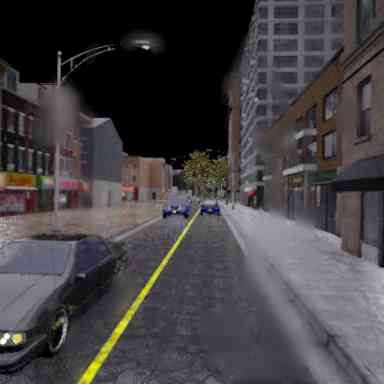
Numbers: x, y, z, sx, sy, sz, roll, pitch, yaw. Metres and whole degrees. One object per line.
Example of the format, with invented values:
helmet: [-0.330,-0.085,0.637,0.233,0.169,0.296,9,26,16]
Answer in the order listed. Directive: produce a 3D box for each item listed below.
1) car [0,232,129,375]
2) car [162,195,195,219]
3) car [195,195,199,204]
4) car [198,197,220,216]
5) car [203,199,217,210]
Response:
car: [-2.601,1.518,6.239,2.033,1.411,5.357,1,0,3]
car: [-1.251,1.259,29.668,2.150,2.045,5.566,1,0,4]
car: [0.399,1.300,57.947,2.097,1.767,4.553,1,0,3]
car: [1.886,1.571,34.192,1.882,1.535,5.008,1,0,4]
car: [2.585,1.740,47.039,1.895,1.301,4.718,1,0,4]
